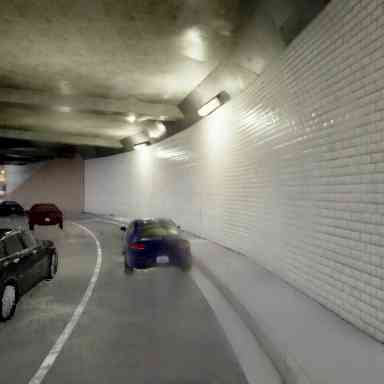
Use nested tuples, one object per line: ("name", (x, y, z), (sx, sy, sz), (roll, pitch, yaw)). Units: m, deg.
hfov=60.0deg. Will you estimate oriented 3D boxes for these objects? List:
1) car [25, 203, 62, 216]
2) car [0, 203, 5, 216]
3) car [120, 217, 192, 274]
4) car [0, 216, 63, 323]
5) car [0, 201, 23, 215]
("car", (-9.696, 1.477, 21.714), (1.882, 1.535, 5.008), (0, 0, -29))
("car", (-10.160, 1.477, 15.231), (1.882, 1.535, 5.008), (0, 0, -22))
("car", (-1.253, 1.525, 10.549), (1.812, 1.442, 4.674), (0, 0, -13))
("car", (-4.264, 1.504, 7.010), (1.837, 1.490, 4.892), (0, 0, -8))
("car", (-18.340, 1.563, 33.135), (1.994, 1.385, 4.181), (0, 0, -41))
